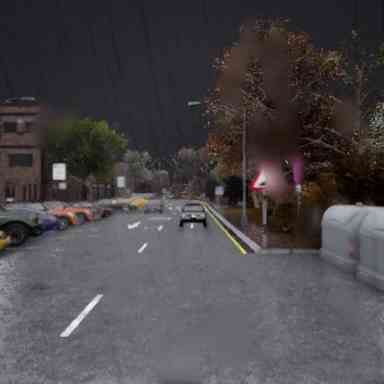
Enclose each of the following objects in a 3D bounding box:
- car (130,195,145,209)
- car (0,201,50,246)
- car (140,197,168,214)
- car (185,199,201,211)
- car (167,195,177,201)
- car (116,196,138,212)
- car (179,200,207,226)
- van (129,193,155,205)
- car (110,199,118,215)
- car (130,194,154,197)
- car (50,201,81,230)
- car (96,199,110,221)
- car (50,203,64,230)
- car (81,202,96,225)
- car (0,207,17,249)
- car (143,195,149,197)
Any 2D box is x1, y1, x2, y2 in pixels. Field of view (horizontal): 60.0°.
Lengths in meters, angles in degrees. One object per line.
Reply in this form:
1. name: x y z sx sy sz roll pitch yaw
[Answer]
1. car: -8.960 1.538 41.082 5.366 1.575 1.946 -1 0 -20
2. car: -9.248 1.238 14.031 5.566 2.045 2.435 -1 0 -20
3. car: -3.941 1.548 35.390 1.837 1.490 4.892 0 0 0
4. car: 0.134 1.663 42.970 1.895 1.301 4.718 0 0 0
5. car: -4.811 1.304 77.538 1.994 1.385 4.181 0 1 -15
6. car: -9.148 1.537 38.018 4.892 1.521 2.231 -1 0 -20
7. car: 0.084 1.563 23.503 2.033 1.411 5.357 0 0 0
8. van: -9.289 1.254 61.984 4.442 1.987 1.878 -1 1 -20
9. car: -9.175 1.554 29.018 4.674 1.452 2.002 -1 0 -20
10. car: -9.304 1.565 52.970 5.366 1.575 1.946 -1 0 -20
11. car: -9.253 1.371 20.005 4.553 1.767 2.185 -1 0 -20
12. car: -9.159 1.536 26.026 4.792 1.488 2.163 -1 0 -20
13. car: -9.236 1.533 17.008 4.674 1.452 2.002 -1 0 -20
14. car: -9.236 1.376 23.006 4.553 1.767 2.185 -1 0 -20
15. car: -9.104 1.482 11.072 5.366 1.575 1.946 -1 0 -20
16. car: -8.955 1.546 44.084 5.366 1.575 1.946 -1 0 -20
